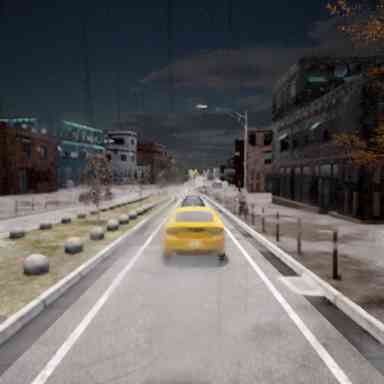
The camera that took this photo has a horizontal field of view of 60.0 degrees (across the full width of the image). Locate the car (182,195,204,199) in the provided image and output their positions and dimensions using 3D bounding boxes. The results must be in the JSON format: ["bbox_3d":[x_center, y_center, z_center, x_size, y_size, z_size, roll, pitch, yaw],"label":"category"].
[{"bbox_3d":[0.089,0.979,29.521,1.994,1.385,4.181,0,1,0],"label":"car"}]

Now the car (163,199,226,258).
[{"bbox_3d":[0.079,1.244,11.713,1.882,1.535,5.008,0,1,0],"label":"car"}]
